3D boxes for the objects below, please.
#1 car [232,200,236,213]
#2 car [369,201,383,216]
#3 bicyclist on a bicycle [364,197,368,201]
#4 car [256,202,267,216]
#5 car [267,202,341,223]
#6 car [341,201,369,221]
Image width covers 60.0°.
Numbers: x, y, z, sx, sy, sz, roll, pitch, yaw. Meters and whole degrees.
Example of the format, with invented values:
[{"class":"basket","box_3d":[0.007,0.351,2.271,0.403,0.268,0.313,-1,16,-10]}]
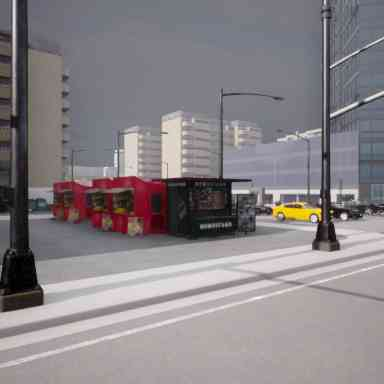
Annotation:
[{"class":"car","box_3d":[3.073,1.455,34.884,2.150,2.045,5.566,0,-1,-36]},{"class":"car","box_3d":[17.006,1.622,33.891,2.128,1.511,4.902,0,-1,-36]},{"class":"bicyclist on a bicycle","box_3d":[22.251,1.466,42.463,1.656,1.620,0.582,0,0,-36]},{"class":"car","box_3d":[6.716,1.778,35.814,1.994,1.385,4.181,0,-1,-36]},{"class":"car","box_3d":[8.898,1.589,26.818,1.882,1.535,5.008,0,-1,-38]},{"class":"car","box_3d":[12.001,1.587,28.535,1.882,1.535,5.008,0,-1,-36]}]
